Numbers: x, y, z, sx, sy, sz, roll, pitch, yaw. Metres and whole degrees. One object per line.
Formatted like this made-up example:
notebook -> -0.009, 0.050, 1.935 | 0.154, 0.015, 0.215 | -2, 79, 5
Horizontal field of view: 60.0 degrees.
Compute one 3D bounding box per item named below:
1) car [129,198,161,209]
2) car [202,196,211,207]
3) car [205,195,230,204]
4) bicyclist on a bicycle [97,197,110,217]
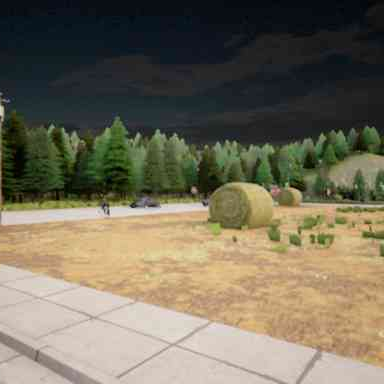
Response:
car -> -5.832, 1.420, 41.630 | 1.994, 1.385, 4.181 | 0, 0, 37
car -> 3.359, 1.369, 47.941 | 2.128, 1.511, 4.902 | 0, 0, 37
car -> 4.239, 1.188, 55.062 | 1.812, 1.442, 4.674 | 0, 0, 37
bicyclist on a bicycle -> -7.214, 1.200, 27.206 | 1.656, 1.620, 0.582 | 0, 0, 37
